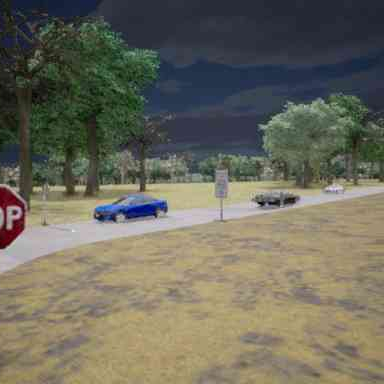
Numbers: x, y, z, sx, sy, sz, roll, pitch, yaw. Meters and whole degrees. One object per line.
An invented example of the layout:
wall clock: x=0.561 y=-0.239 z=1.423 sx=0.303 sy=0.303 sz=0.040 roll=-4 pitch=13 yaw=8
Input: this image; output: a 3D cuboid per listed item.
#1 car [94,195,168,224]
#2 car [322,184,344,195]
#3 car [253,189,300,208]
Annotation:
car: x=-3.688 y=0.970 z=20.652 sx=1.882 sy=1.535 sz=5.008 roll=1 pitch=3 yaw=42
car: x=20.071 y=-0.373 z=47.041 sx=1.812 sy=1.442 sz=4.674 roll=1 pitch=3 yaw=42
car: x=7.557 y=0.608 z=28.810 sx=1.895 sy=1.301 sz=4.718 roll=1 pitch=3 yaw=42
